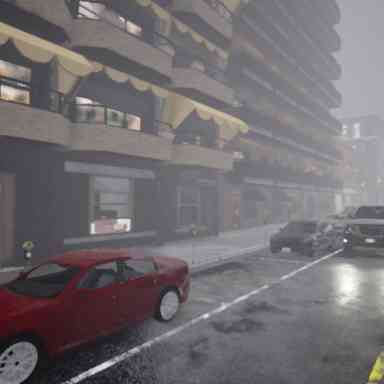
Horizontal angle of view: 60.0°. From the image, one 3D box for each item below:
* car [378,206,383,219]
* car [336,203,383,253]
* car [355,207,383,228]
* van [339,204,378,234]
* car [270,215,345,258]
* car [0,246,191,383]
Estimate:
[{"bbox_3d":[21.946,2.236,36.515,2.008,1.369,4.403,0,-1,38],"label":"car"},{"bbox_3d":[8.335,1.504,14.642,2.150,2.045,5.566,-2,-2,38],"label":"car"},{"bbox_3d":[15.042,2.058,27.560,1.752,1.417,4.829,0,-1,38],"label":"car"},{"bbox_3d":[11.746,1.801,23.287,1.690,1.788,3.998,0,-1,38],"label":"van"},{"bbox_3d":[4.945,1.875,14.462,1.947,1.339,4.313,0,-1,38],"label":"car"},{"bbox_3d":[-1.856,1.705,5.641,1.887,1.381,4.507,0,-1,38],"label":"car"}]
